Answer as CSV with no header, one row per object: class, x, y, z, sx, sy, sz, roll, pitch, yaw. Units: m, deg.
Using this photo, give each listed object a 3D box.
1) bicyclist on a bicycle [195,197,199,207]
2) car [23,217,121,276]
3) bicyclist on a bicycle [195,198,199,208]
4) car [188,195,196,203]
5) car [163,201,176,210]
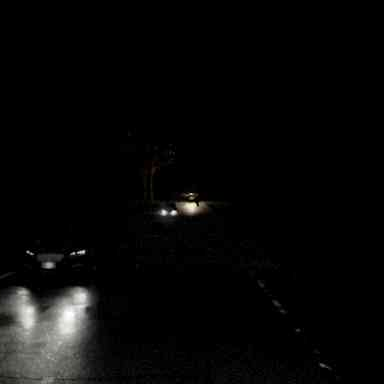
bicyclist on a bicycle,0.969,1.993,66.782,0.659,1.776,1.843,0,0,0
car,-3.598,1.599,10.801,2.128,1.511,4.902,0,-1,0
bicyclist on a bicycle,0.968,1.925,57.781,0.659,1.776,1.843,0,0,0
car,0.009,2.145,86.682,2.128,1.511,4.902,0,0,0
car,-3.539,2.113,53.025,1.895,1.301,4.718,0,-1,1
